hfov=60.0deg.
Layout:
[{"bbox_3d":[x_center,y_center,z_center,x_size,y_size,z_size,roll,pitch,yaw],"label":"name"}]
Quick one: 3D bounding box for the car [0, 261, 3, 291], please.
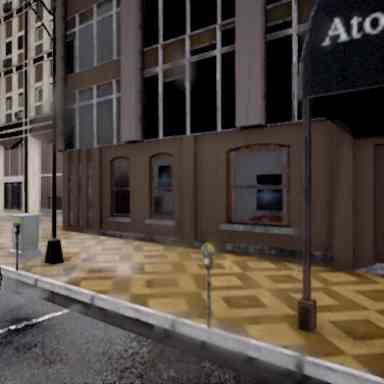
[{"bbox_3d":[-5.444,1.453,6.779,4.206,1.307,1.802,1,0,36],"label":"car"}]
